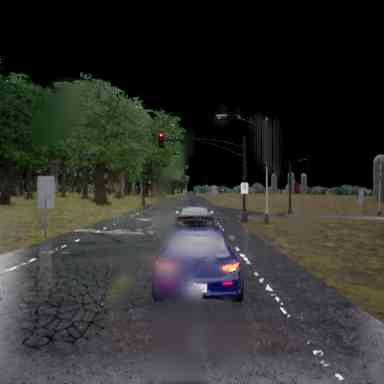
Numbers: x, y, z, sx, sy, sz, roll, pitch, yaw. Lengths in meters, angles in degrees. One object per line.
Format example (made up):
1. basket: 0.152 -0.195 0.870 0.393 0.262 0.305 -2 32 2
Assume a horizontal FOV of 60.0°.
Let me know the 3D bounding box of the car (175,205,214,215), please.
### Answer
1. car: 0.134 1.431 17.411 1.882 1.535 5.008 0 0 0

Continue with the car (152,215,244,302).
1. car: 0.120 1.515 8.132 1.812 1.442 4.674 0 0 0
